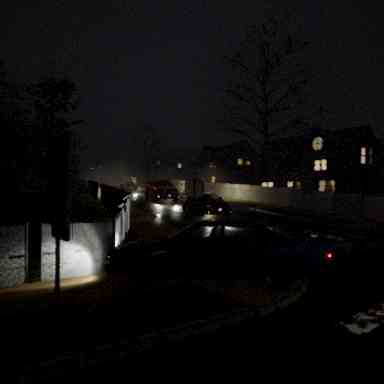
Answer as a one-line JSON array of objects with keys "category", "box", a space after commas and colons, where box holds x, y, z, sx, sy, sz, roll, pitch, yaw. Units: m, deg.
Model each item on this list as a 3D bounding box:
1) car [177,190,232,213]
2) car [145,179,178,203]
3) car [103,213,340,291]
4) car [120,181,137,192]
[{"category": "car", "box": [0.895, 0.751, 21.239, 1.994, 1.385, 4.181, 1, 3, -22]}, {"category": "car", "box": [-2.914, -0.167, 31.163, 2.150, 2.045, 5.566, 1, 3, -21]}, {"category": "car", "box": [0.644, 1.389, 8.177, 5.357, 1.411, 2.033, -1, 1, 8]}, {"category": "car", "box": [-8.982, -0.818, 46.986, 2.128, 1.511, 4.902, 1, 3, -21]}]
